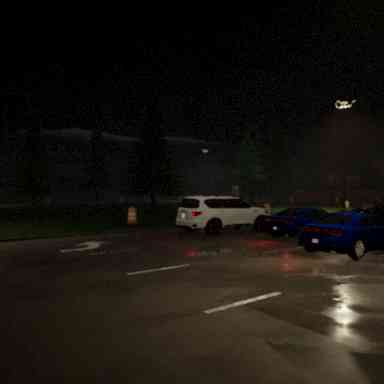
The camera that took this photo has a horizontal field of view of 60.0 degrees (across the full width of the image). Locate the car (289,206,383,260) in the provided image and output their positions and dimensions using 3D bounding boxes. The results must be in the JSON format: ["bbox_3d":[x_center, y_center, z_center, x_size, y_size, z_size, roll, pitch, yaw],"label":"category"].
[{"bbox_3d":[6.138,1.478,12.509,5.008,1.535,1.882,0,0,-35],"label":"car"}]

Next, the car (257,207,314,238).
[{"bbox_3d":[5.801,1.478,16.547,5.008,1.535,1.882,0,0,-35],"label":"car"}]

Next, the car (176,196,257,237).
[{"bbox_3d":[1.778,1.223,18.286,5.566,2.045,2.150,0,0,-35],"label":"car"}]

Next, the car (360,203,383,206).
[{"bbox_3d":[15.218,1.565,27.725,4.181,1.385,1.994,0,0,-35],"label":"car"}]
